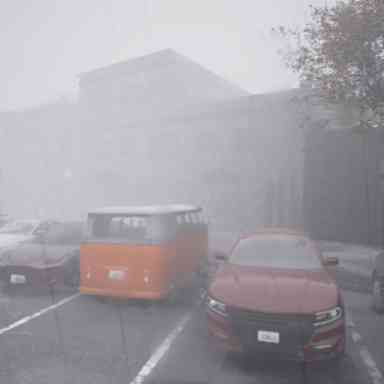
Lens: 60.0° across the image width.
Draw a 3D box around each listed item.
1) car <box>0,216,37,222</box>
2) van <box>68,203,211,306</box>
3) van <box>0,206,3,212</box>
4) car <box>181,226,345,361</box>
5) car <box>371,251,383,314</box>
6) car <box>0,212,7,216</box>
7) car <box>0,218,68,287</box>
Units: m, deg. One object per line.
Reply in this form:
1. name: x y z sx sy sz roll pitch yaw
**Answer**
1. car: -5.594 1.645 11.426 2.002 1.452 4.674 -1 -1 15
2. van: -0.793 1.280 8.153 1.878 1.987 4.442 -1 -1 15
3. van: -10.367 1.523 14.931 1.878 1.987 4.442 -1 -2 15
4. car: 1.569 1.480 6.344 2.097 1.535 5.008 0 -1 15
5. car: 3.952 1.479 4.644 2.231 1.521 4.892 0 -1 15
6. car: -7.993 1.713 13.122 2.002 1.452 4.674 -1 -1 15
7. car: -3.219 1.575 9.704 2.163 1.488 4.792 -1 -1 15
